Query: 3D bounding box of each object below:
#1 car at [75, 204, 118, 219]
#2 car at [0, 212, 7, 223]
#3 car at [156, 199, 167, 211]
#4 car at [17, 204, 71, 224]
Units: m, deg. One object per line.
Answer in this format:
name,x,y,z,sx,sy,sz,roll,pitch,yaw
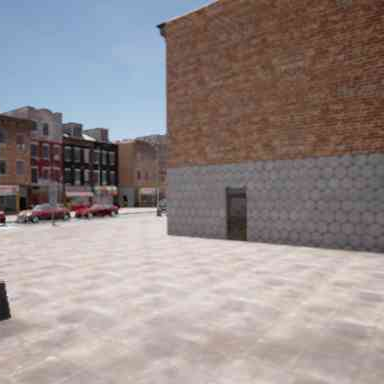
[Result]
car,-9.213,1.830,32.296,1.887,1.381,4.507,-1,0,36
car,-15.566,1.842,23.404,1.887,1.381,4.507,-1,0,36
car,-2.454,1.626,41.950,2.097,1.767,4.553,-1,0,36
car,-12.392,1.732,27.851,1.967,1.590,4.097,-1,0,36
